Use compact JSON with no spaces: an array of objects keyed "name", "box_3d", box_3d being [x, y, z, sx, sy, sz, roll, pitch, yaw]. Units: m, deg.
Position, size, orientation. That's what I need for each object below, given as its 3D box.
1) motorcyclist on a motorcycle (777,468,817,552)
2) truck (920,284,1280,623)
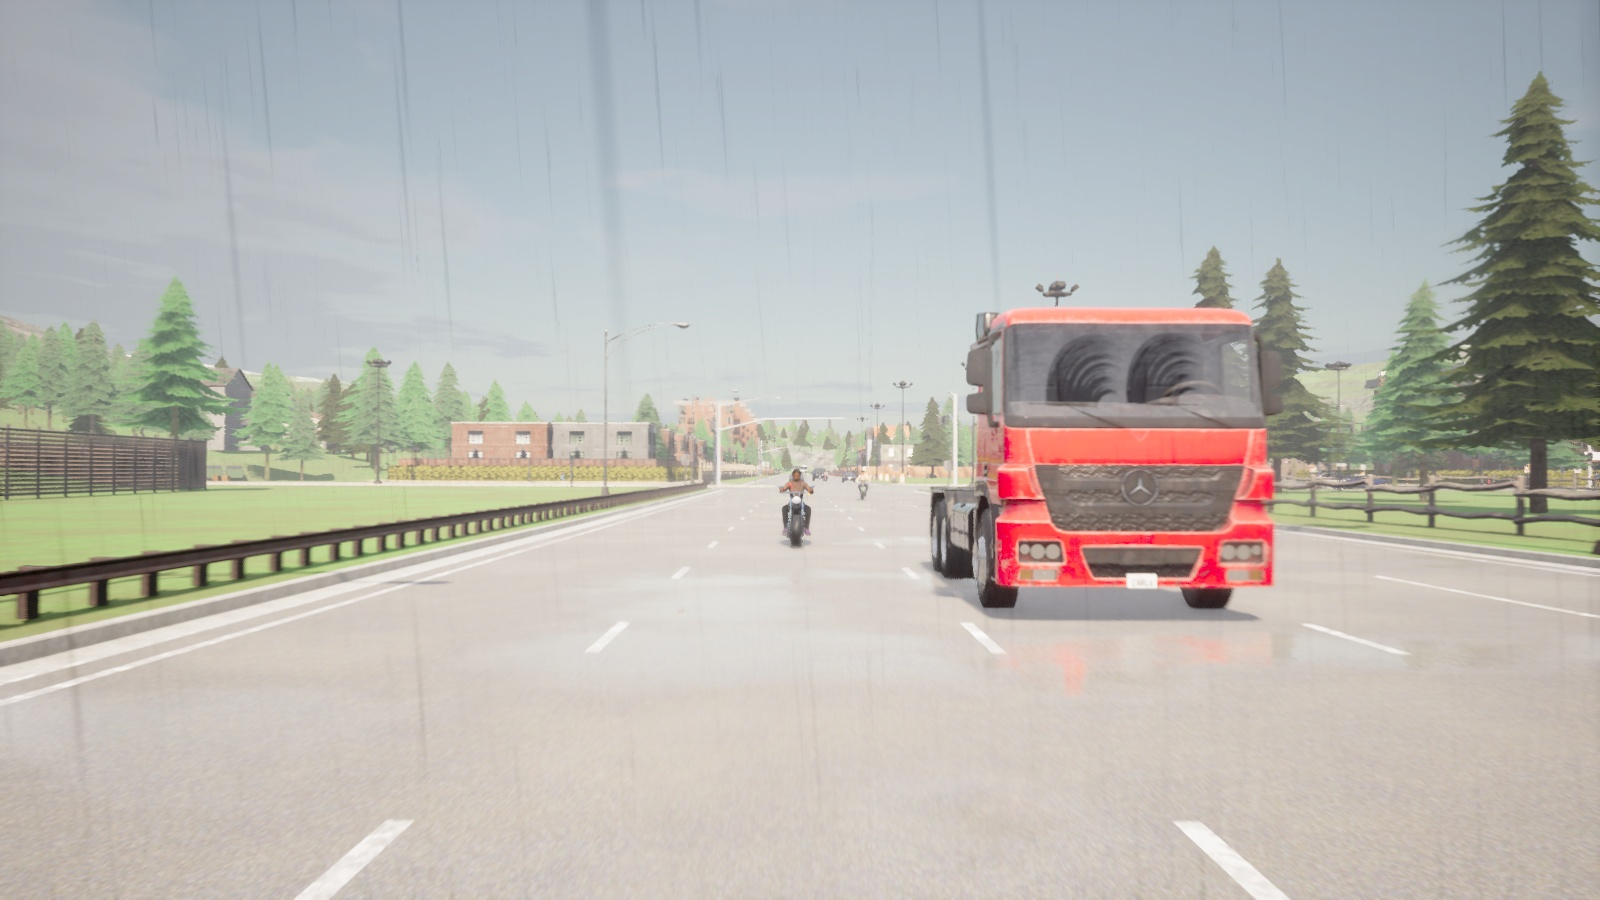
[{"name":"motorcyclist on a motorcycle","box_3d":[-0.063,1.189,25.787,0.766,1.649,2.350,0,-1,0]},{"name":"truck","box_3d":[3.455,0.096,16.847,2.891,3.462,7.936,0,-1,0]}]
